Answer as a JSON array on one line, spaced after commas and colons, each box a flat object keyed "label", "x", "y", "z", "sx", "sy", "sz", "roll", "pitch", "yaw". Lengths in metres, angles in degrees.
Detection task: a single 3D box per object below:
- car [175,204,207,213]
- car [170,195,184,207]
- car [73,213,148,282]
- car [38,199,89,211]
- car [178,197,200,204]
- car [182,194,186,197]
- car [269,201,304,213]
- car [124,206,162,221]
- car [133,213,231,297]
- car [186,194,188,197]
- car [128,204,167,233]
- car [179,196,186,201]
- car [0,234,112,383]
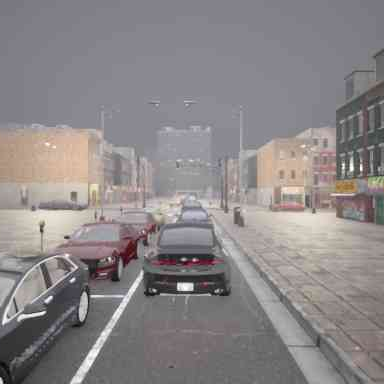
[{"label": "car", "x": 0.103, "y": 1.546, "z": 16.992, "sx": 1.812, "sy": 1.442, "sz": 4.674, "roll": 0, "pitch": 0, "yaw": 0}, {"label": "car", "x": -2.601, "y": 1.638, "z": 52.597, "sx": 1.752, "sy": 1.417, "sz": 4.829, "roll": 0, "pitch": 0, "yaw": 0}, {"label": "car", "x": -2.627, "y": 1.554, "z": 9.821, "sx": 1.887, "sy": 1.381, "sz": 4.507, "roll": 0, "pitch": 0, "yaw": 0}, {"label": "car", "x": -14.629, "y": 1.511, "z": 37.938, "sx": 5.357, "sy": 1.411, "sz": 2.033, "roll": 0, "pitch": 0, "yaw": 2}, {"label": "car", "x": -0.020, "y": 1.525, "z": 29.588, "sx": 1.882, "sy": 1.535, "sz": 5.008, "roll": 0, "pitch": 0, "yaw": -1}, {"label": "car", "x": -2.597, "y": 1.447, "z": 58.211, "sx": 2.192, "sy": 1.841, "sz": 5.009, "roll": 0, "pitch": 0, "yaw": 0}, {"label": "car", "x": 11.599, "y": 1.785, "z": 40.992, "sx": 4.181, "sy": 1.385, "sz": 1.994, "roll": 1, "pitch": 0, "yaw": 1}, {"label": "car", "x": -2.624, "y": 1.562, "z": 15.316, "sx": 1.887, "sy": 1.381, "sz": 4.507, "roll": 0, "pitch": 0, "yaw": 0}, {"label": "car", "x": -0.070, "y": 1.513, "z": 8.600, "sx": 1.837, "sy": 1.490, "sz": 4.892, "roll": 0, "pitch": 0, "yaw": 1}, {"label": "car", "x": -2.585, "y": 1.744, "z": 79.816, "sx": 1.752, "sy": 1.417, "sz": 4.829, "roll": 0, "pitch": 0, "yaw": 0}, {"label": "car", "x": -2.620, "y": 1.553, "z": 20.639, "sx": 1.752, "sy": 1.417, "sz": 4.829, "roll": 0, "pitch": 0, "yaw": 0}, {"label": "car", "x": -2.579, "y": 1.813, "z": 90.875, "sx": 1.887, "sy": 1.381, "sz": 4.507, "roll": 0, "pitch": 0, "yaw": 0}, {"label": "car", "x": -2.630, "y": 1.554, "z": 4.327, "sx": 2.008, "sy": 1.369, "sz": 4.403, "roll": 0, "pitch": 0, "yaw": 0}]
